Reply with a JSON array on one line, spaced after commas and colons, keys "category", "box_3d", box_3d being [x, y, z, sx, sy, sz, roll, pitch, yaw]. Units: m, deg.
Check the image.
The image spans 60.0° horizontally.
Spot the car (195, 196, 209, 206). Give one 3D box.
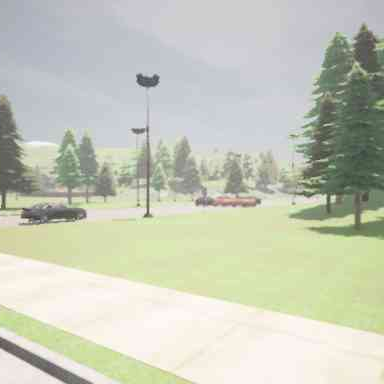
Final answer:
[{"category": "car", "box_3d": [2.477, 1.421, 54.762, 2.097, 1.767, 4.553, 0, 0, 37]}]

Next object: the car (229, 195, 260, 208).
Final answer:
[{"category": "car", "box_3d": [7.990, 1.403, 50.519, 2.097, 1.767, 4.553, 0, 0, 37]}]

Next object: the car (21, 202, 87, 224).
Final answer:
[{"category": "car", "box_3d": [-10.427, 1.548, 25.497, 2.128, 1.511, 4.902, 0, 0, 37]}]

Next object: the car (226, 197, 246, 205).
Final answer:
[{"category": "car", "box_3d": [8.374, 1.632, 62.955, 1.994, 1.385, 4.181, 0, 0, 36]}]

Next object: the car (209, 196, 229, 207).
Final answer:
[{"category": "car", "box_3d": [5.238, 1.412, 52.687, 2.097, 1.767, 4.553, 0, 0, 37]}]
